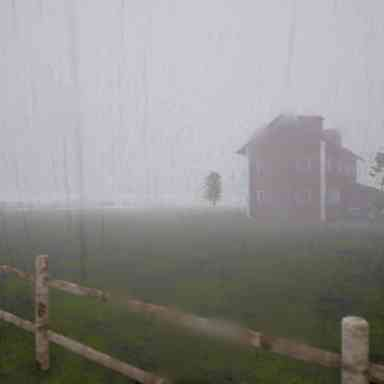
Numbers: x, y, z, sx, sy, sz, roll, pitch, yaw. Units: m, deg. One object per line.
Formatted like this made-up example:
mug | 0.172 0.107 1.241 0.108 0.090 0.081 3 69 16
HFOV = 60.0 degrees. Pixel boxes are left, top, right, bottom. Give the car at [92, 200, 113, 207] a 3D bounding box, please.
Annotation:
car | -18.558 2.427 69.406 1.812 1.442 4.674 0 -1 36
